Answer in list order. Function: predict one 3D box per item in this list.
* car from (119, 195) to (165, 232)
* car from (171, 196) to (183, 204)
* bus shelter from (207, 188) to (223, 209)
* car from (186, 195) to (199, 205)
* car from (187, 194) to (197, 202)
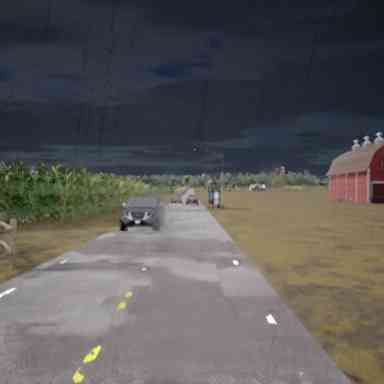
[{"bbox_3d":[-2.836,1.193,20.090,2.150,2.045,5.566,0,0,0],"label":"car"},{"bbox_3d":[-2.752,1.499,60.453,1.994,1.385,4.181,0,0,1],"label":"car"},{"bbox_3d":[3.154,0.815,45.614,1.920,2.740,3.880,0,0,0],"label":"bus shelter"},{"bbox_3d":[0.061,1.287,58.248,2.097,1.767,4.553,0,1,1],"label":"car"},{"bbox_3d":[0.044,1.276,70.850,2.128,1.511,4.902,0,0,0],"label":"car"}]
